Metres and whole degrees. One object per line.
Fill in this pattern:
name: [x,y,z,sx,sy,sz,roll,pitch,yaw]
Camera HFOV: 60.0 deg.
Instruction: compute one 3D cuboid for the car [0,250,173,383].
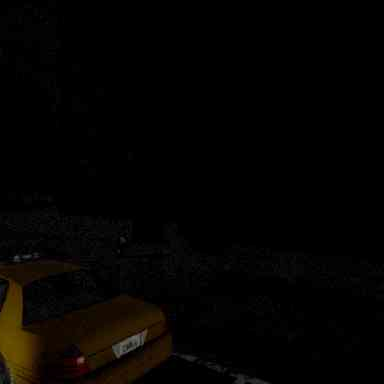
car: [-2.511,1.525,4.751,4.829,1.417,1.752,0,0,36]
